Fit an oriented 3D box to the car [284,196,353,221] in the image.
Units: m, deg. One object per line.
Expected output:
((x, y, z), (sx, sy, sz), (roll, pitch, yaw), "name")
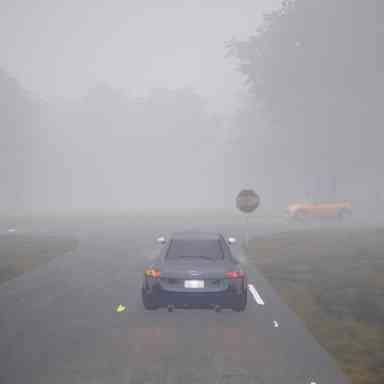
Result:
((9.032, 1.130, 24.083), (4.553, 1.767, 2.097), (-1, 1, 0), "car")

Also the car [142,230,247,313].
((0.097, 1.563, 7.764), (1.994, 1.385, 4.181), (0, 0, 2), "car")
